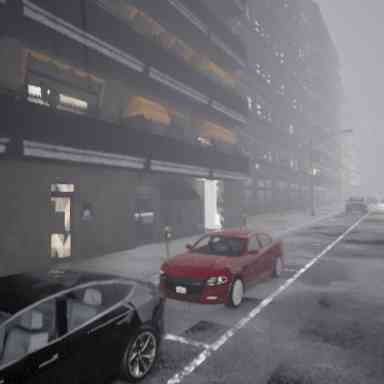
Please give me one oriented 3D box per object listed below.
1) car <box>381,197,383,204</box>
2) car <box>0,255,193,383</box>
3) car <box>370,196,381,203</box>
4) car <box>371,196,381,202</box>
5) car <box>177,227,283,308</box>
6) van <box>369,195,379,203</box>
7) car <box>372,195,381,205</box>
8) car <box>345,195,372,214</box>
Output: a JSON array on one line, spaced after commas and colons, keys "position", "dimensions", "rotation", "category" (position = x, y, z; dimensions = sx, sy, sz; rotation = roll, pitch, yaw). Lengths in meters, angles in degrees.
[{"position": [37.647, 1.609, 64.108], "dimensions": [1.994, 1.385, 4.181], "rotation": [-2, -1, 31], "category": "car"}, {"position": [-1.982, 1.651, 3.444], "dimensions": [1.947, 1.339, 4.313], "rotation": [-1, 0, 31], "category": "car"}, {"position": [41.997, 1.662, 76.256], "dimensions": [2.008, 1.369, 4.403], "rotation": [-1, 0, 31], "category": "car"}, {"position": [44.929, 1.679, 81.110], "dimensions": [1.947, 1.339, 4.313], "rotation": [-1, 0, 31], "category": "car"}, {"position": [0.950, 1.632, 8.298], "dimensions": [1.887, 1.381, 4.507], "rotation": [-1, 0, 31], "category": "car"}, {"position": [39.063, 1.450, 71.404], "dimensions": [1.690, 1.788, 3.998], "rotation": [-1, 0, 31], "category": "van"}, {"position": [33.199, 1.420, 61.695], "dimensions": [2.192, 1.841, 5.009], "rotation": [-1, 0, 31], "category": "car"}, {"position": [18.539, 1.412, 37.425], "dimensions": [2.192, 1.841, 5.009], "rotation": [-1, 0, 31], "category": "car"}]
